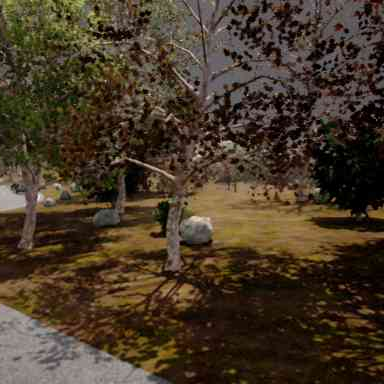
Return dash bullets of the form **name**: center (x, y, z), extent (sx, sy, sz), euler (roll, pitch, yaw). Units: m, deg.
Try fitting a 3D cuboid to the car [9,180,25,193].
- **car**: center (-20.102, -0.673, 39.174), extent (2.033, 1.411, 5.357), euler (2, 4, -38)
